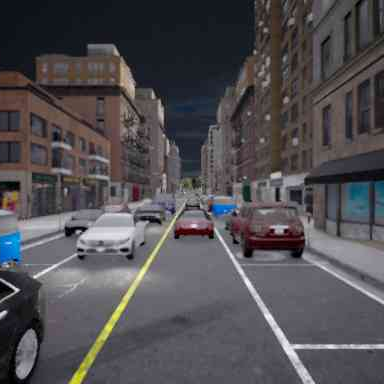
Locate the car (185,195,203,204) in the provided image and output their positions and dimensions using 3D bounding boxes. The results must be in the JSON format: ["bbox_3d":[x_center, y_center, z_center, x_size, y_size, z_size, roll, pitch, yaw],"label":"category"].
[{"bbox_3d":[0.099,1.505,45.756,1.994,1.385,4.181,0,0,0],"label":"car"}]

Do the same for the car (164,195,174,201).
[{"bbox_3d":[-5.389,1.452,77.566,2.008,1.369,4.403,0,0,0],"label":"car"}]

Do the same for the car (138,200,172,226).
[{"bbox_3d":[-2.831,1.518,23.708,2.033,1.411,5.357,0,0,0],"label":"car"}]

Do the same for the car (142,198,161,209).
[{"bbox_3d":[-5.397,1.494,45.128,2.008,1.369,4.403,0,0,0],"label":"car"}]

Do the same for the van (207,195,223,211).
[{"bbox_3d":[2.680,1.290,39.723,1.690,1.788,3.998,0,0,0],"label":"van"}]

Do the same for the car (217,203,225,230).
[{"bbox_3d":[2.700,1.528,18.098,2.008,1.369,4.403,0,0,0],"label":"car"}]

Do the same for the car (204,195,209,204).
[{"bbox_3d":[2.685,1.271,34.317,2.192,1.841,5.009,0,0,0],"label":"car"}]

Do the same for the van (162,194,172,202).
[{"bbox_3d":[-5.390,1.249,72.159,1.690,1.788,3.998,0,0,0],"label":"van"}]

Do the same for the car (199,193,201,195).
[{"bbox_3d":[2.660,1.361,61.347,1.967,1.590,4.097,0,0,0],"label":"car"}]

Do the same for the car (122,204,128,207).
[{"bbox_3d":[-5.403,1.516,23.503,1.887,1.381,4.507,0,0,0],"label":"car"}]

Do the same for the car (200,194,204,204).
[{"bbox_3d":[2.665,1.453,56.112,1.752,1.417,4.829,0,0,0],"label":"car"}]

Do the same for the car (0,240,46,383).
[{"bbox_3d":[-2.841,1.502,2.520,1.837,1.490,4.892,0,0,0],"label":"car"}]

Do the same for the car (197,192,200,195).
[{"bbox_3d":[2.645,1.426,77.736,1.752,1.417,4.829,0,0,0],"label":"car"}]

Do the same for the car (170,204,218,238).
[{"bbox_3d":[0.099,1.542,17.514,1.994,1.385,4.181,0,0,0],"label":"car"}]

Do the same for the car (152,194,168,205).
[{"bbox_3d":[-5.395,1.244,55.940,2.192,1.841,5.009,0,0,0],"label":"car"}]

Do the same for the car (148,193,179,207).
[{"bbox_3d":[-2.749,1.175,33.431,2.150,2.045,5.566,0,0,0],"label":"car"}]

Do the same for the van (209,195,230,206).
[{"bbox_3d":[2.690,1.305,28.910,1.690,1.788,3.998,0,0,0],"label":"van"}]

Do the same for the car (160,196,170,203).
[{"bbox_3d":[-5.392,1.497,66.753,1.802,1.307,4.206,0,0,0],"label":"car"}]

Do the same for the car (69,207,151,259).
[{"bbox_3d":[-2.836,1.510,12.632,1.812,1.442,4.674,0,0,0],"label":"car"}]

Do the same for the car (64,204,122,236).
[{"bbox_3d":[-5.404,1.544,18.097,1.947,1.339,4.313,0,0,0],"label":"car"}]

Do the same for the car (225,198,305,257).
[{"bbox_3d":[2.705,1.299,12.692,2.192,1.841,5.009,0,0,0],"label":"car"}]

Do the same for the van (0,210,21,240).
[{"bbox_3d":[-5.407,1.333,7.284,1.690,1.788,3.998,0,0,0],"label":"van"}]

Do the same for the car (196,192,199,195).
[{"bbox_3d":[2.640,1.445,82.973,2.008,1.369,4.403,0,0,0],"label":"car"}]
